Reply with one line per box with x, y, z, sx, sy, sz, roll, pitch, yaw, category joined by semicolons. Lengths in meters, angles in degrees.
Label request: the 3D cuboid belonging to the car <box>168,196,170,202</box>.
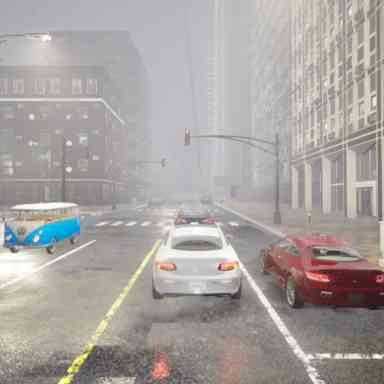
-5.698;1.576;62.443;1.947;1.339;4.313;1;0;0;car

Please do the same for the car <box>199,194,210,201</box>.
2.686;1.326;62.448;2.192;1.841;5.009;1;0;0;car

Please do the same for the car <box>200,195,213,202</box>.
2.684;1.592;56.793;1.802;1.307;4.206;1;0;0;car

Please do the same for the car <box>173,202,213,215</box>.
0.071;1.508;17.410;2.163;1.488;4.792;0;0;-1;car

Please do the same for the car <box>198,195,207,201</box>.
2.676;1.564;85.066;2.008;1.369;4.403;1;0;0;car

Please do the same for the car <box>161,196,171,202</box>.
-5.701;1.594;73.752;1.802;1.307;4.206;1;0;0;car

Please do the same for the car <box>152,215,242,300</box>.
0.103;1.528;8.297;1.812;1.442;4.674;0;0;0;car

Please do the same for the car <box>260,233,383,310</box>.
2.699;1.584;7.536;1.802;1.307;4.206;1;0;0;car

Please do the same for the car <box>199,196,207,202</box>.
2.677;1.594;79.412;1.802;1.307;4.206;1;0;0;car

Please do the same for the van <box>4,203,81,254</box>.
-5.765;1.344;13.217;1.690;1.788;3.998;1;0;0;van

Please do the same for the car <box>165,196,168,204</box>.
-5.696;1.561;56.788;2.008;1.369;4.403;1;0;0;car

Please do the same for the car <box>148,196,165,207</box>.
-5.694;1.560;51.133;2.008;1.369;4.403;1;0;0;car
